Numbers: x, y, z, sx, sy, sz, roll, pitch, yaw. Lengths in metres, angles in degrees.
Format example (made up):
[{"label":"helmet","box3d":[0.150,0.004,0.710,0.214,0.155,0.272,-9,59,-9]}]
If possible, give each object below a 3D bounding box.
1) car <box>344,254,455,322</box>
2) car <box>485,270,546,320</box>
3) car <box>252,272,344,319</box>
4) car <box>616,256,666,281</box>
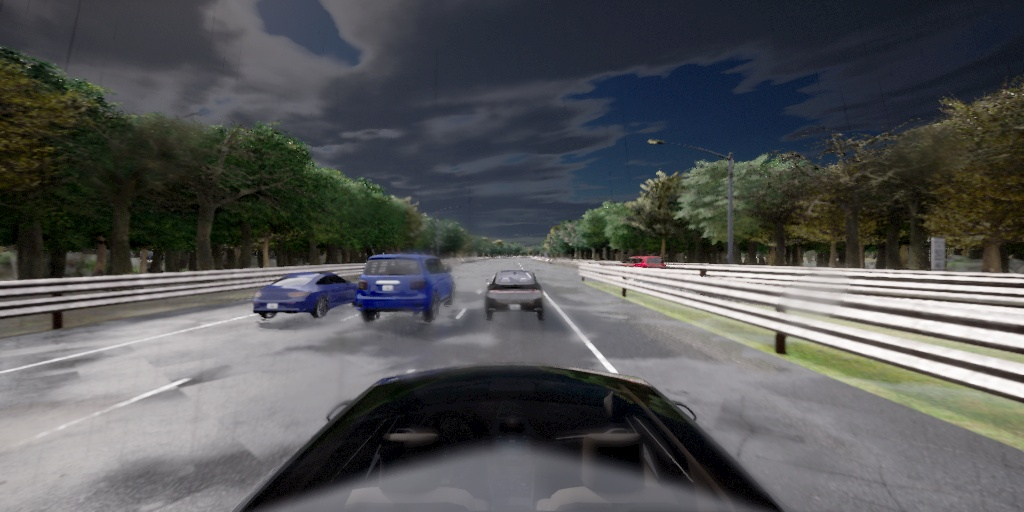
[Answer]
[{"label":"car","box3d":[-3.417,0.970,12.495,2.150,2.045,5.566,0,0,0]},{"label":"car","box3d":[0.093,1.241,12.596,2.128,1.511,4.902,0,0,0]},{"label":"car","box3d":[-6.908,1.275,12.636,1.812,1.442,4.674,0,0,0]},{"label":"car","box3d":[11.189,1.054,31.570,2.150,2.045,5.566,0,0,-13]}]
